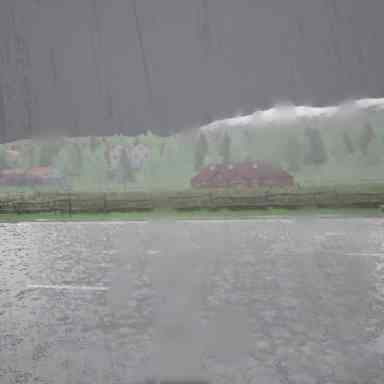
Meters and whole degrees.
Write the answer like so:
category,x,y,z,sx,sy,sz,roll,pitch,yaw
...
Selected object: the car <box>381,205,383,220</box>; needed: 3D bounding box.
category,x,y,z,sx,sy,sz,roll,pitch,yaw
car,10.387,0.568,13.280,5.008,1.535,1.882,-2,2,13
